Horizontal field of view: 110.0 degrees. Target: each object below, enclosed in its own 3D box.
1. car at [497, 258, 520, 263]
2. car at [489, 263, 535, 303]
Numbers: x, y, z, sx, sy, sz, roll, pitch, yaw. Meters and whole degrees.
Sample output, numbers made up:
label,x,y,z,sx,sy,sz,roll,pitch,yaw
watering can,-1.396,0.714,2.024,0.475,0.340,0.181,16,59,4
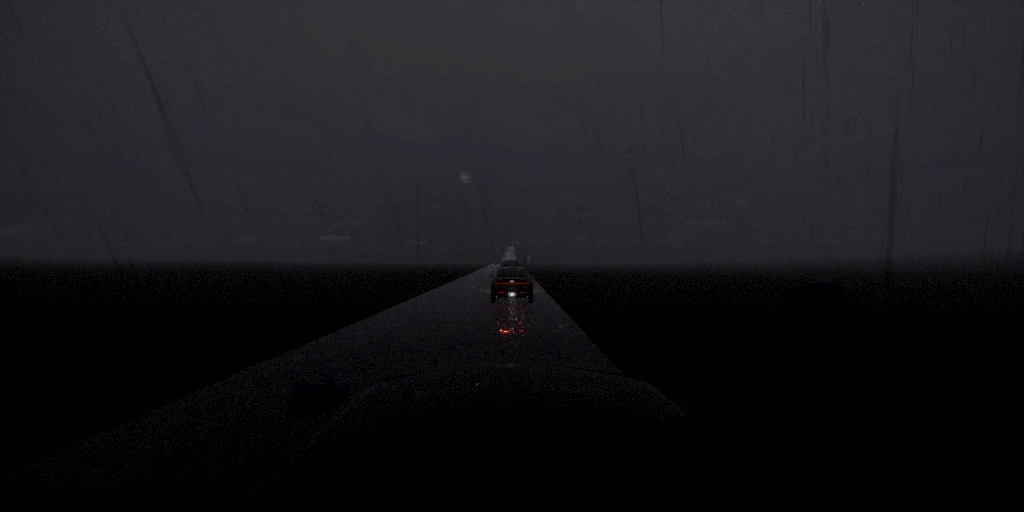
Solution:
label,x,y,z,sx,sy,sz,roll,pitch,yaw
car,0.000,1.095,31.493,2.097,1.767,4.553,0,0,0
car,0.000,1.256,16.512,1.837,1.490,4.892,0,0,0
